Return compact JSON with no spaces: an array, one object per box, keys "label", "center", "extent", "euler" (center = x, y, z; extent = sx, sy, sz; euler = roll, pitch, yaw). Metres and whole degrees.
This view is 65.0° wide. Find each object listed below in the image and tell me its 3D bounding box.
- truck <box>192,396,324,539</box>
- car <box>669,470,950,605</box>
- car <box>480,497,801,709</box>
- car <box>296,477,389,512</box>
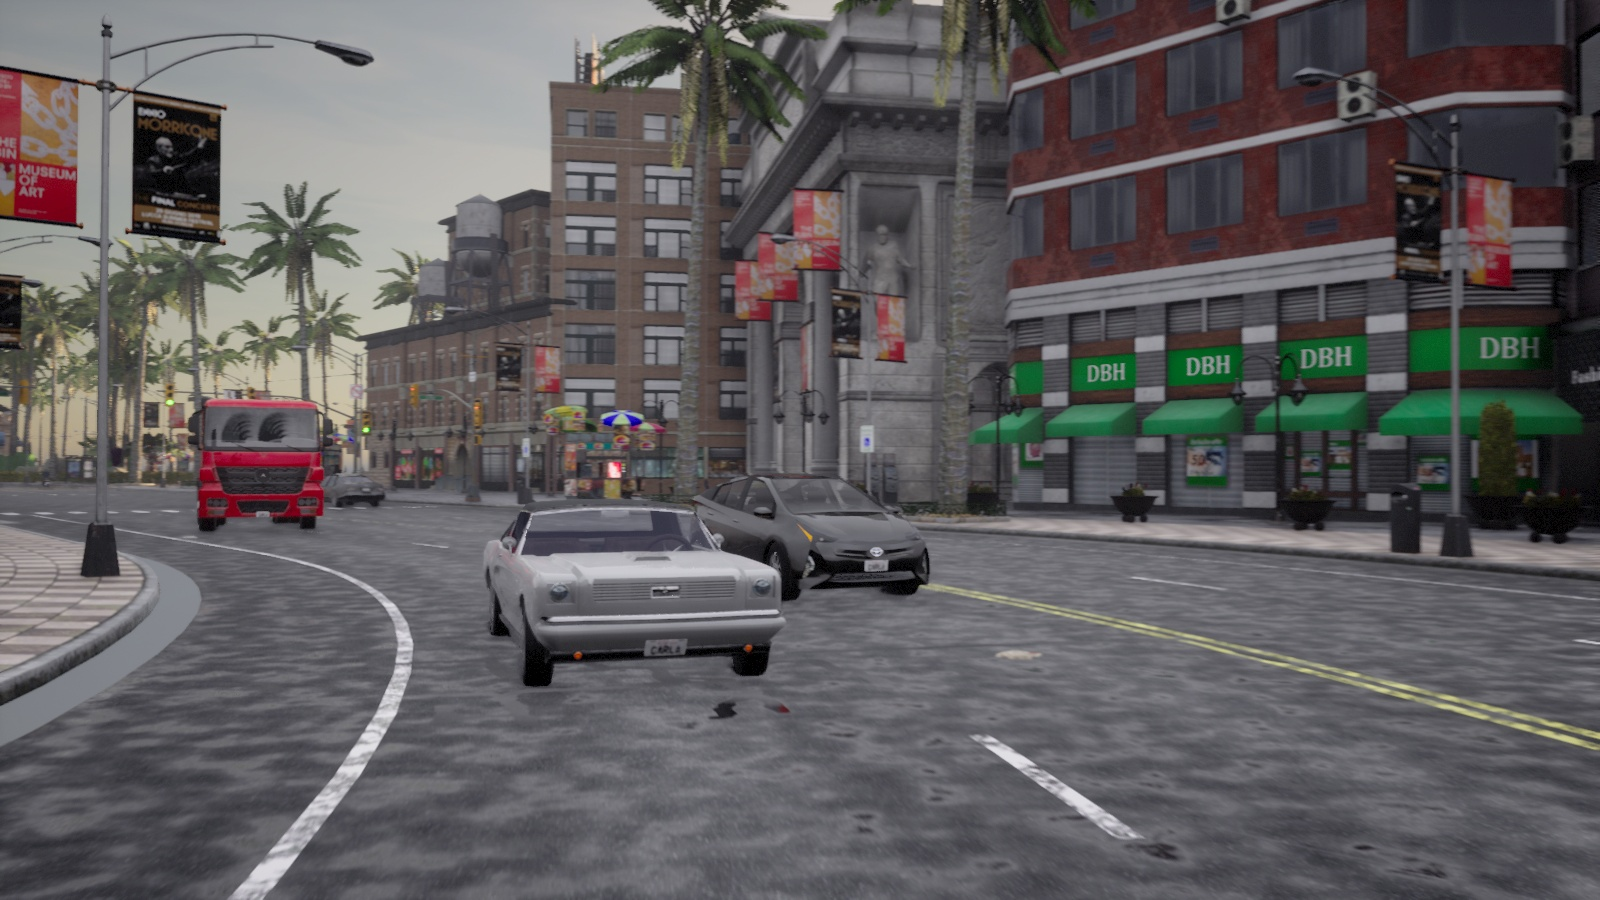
[{"label":"truck","center":[-15.075,0.494,34.554],"extent":[2.891,3.462,7.936],"euler":[0,-1,-27]},{"label":"car","center":[-0.057,1.042,16.743],"extent":[2.007,1.525,4.514],"euler":[0,-1,-25]},{"label":"car","center":[-1.629,1.106,10.855],"extent":[1.895,1.301,4.718],"euler":[0,-1,-18]},{"label":"car","center":[-19.731,1.874,53.981],"extent":[2.033,1.411,5.357],"euler":[0,-1,-40]}]
